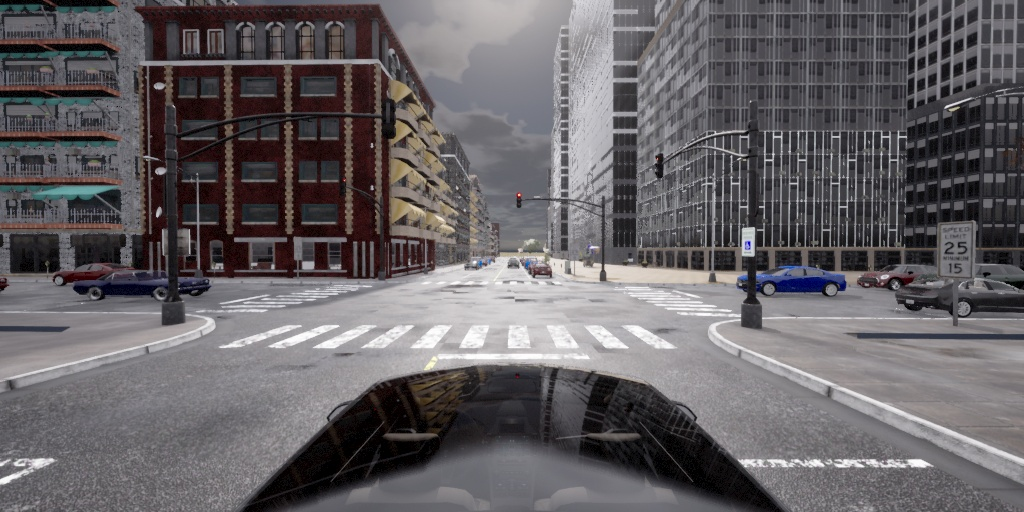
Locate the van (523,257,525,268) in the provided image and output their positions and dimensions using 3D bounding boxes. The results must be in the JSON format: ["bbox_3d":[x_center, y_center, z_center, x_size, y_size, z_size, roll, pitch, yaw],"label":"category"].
[{"bbox_3d":[2.773,1.042,50.369,1.690,1.789,3.998,0,0,0],"label":"van"}]

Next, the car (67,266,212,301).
[{"bbox_3d":[-16.640,1.298,16.335,4.718,1.301,1.895,0,1,1],"label":"car"}]

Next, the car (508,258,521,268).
[{"bbox_3d":[0.237,1.287,59.526,1.895,1.301,4.718,0,0,0],"label":"car"}]

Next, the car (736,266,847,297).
[{"bbox_3d":[14.687,1.269,19.036,5.008,1.535,1.882,0,1,2],"label":"car"}]

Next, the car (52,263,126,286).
[{"bbox_3d":[-25.808,1.108,22.389,4.507,1.381,1.888,0,0,1],"label":"car"}]

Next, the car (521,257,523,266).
[{"bbox_3d":[2.786,1.237,56.015,1.888,1.381,4.507,0,0,0],"label":"car"}]

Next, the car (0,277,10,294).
[{"bbox_3d":[-22.595,1.258,13.725,4.507,1.381,1.888,0,0,1],"label":"car"}]

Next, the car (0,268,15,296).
[{"bbox_3d":[-26.520,1.254,16.496,4.718,1.301,1.895,0,1,1],"label":"car"}]

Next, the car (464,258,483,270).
[{"bbox_3d":[-5.575,1.267,50.355,1.948,1.339,4.313,0,0,0],"label":"car"}]

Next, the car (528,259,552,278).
[{"bbox_3d":[2.732,1.270,33.431,1.888,1.381,4.507,0,0,0],"label":"car"}]

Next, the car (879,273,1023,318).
[{"bbox_3d":[16.742,1.445,13.091,4.403,1.370,2.007,0,0,1],"label":"car"}]

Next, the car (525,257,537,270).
[{"bbox_3d":[2.746,1.157,39.077,1.967,1.591,4.097,0,0,0],"label":"car"}]

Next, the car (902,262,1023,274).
[{"bbox_3d":[24.147,1.188,18.876,4.553,1.767,2.097,0,1,1],"label":"car"}]

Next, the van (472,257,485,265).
[{"bbox_3d":[-5.562,1.033,56.001,1.690,1.789,3.998,0,0,0],"label":"van"}]

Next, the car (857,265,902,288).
[{"bbox_3d":[23.421,1.229,21.622,4.097,1.591,1.967,0,0,1],"label":"car"}]
